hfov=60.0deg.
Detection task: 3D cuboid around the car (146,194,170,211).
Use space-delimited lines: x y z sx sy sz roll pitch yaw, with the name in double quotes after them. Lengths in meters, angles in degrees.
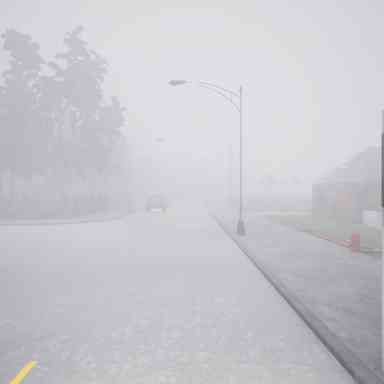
-4.248 1.221 40.369 2.150 2.045 5.566 0 0 0 "car"
